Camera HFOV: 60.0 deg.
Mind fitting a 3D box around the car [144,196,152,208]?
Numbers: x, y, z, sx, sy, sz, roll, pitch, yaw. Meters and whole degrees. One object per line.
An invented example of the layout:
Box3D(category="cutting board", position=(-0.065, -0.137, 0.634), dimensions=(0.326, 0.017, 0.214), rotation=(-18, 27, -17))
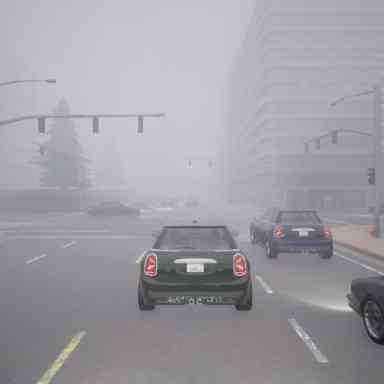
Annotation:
Box3D(category="car", position=(-7.121, 1.601, 45.569), dimensions=(1.895, 1.301, 4.718), rotation=(0, 0, 0))

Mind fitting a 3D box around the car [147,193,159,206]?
Box3D(category="car", position=(-7.114, 1.352, 54.464), dimensions=(2.097, 1.767, 4.553), rotation=(0, 0, 0))

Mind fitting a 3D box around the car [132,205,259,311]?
Box3D(category="car", position=(0.067, 1.352, 7.948), dimensions=(2.097, 1.767, 4.553), rotation=(0, 0, 0))

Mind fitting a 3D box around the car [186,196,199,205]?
Box3D(category="car", position=(0.065, 1.491, 52.519), dimensions=(2.128, 1.511, 4.902), rotation=(0, 0, 0))

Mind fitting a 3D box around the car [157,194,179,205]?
Box3D(category="car", position=(-3.620, 1.491, 51.040), dimensions=(2.128, 1.511, 4.902), rotation=(0, 0, 0))

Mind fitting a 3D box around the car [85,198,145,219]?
Box3D(category="car", position=(-6.813, 1.516, 28.833), dimensions=(4.674, 1.442, 1.812), rotation=(0, 0, -28))

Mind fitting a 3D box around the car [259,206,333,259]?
Box3D(category="car", position=(3.581, 1.352, 12.788), dimensions=(2.097, 1.767, 4.553), rotation=(0, 0, 0))

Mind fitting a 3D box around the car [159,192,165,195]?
Box3D(category="car", position=(-7.077, 1.221, 63.878), dimensions=(2.150, 2.045, 5.566), rotation=(0, 0, 0))

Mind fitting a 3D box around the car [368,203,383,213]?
Box3D(category="car", position=(19.922, 1.492, 32.423), dimensions=(5.357, 1.411, 2.033), rotation=(0, 0, -18))

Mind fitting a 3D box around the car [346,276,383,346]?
Box3D(category="car", position=(3.597, 1.547, 3.313), dimensions=(2.033, 1.411, 5.357), rotation=(0, 0, 0))

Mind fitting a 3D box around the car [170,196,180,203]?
Box3D(category="car", position=(-3.532, 1.595, 71.058), dimensions=(1.895, 1.301, 4.718), rotation=(0, 0, 0))

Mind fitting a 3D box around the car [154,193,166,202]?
Box3D(category="car", position=(-7.033, 1.225, 74.523), dimensions=(2.150, 2.045, 5.566), rotation=(0, 0, 0))

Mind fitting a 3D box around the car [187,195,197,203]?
Box3D(category="car", position=(0.054, 1.497, 70.402), dimensions=(2.128, 1.511, 4.902), rotation=(0, 0, 0))
